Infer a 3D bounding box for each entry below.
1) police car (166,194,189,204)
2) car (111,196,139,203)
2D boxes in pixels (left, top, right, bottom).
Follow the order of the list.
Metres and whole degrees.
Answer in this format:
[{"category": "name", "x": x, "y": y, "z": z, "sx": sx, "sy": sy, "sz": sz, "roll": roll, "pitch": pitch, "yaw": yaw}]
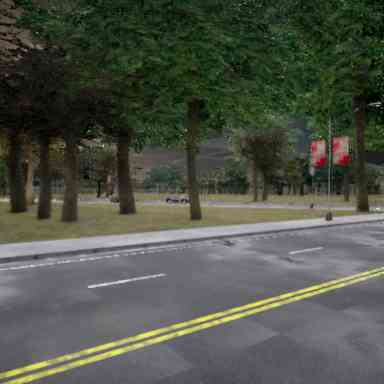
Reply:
[{"category": "police car", "x": -2.082, "y": 1.249, "z": 57.804, "sx": 5.238, "sy": 1.638, "sz": 1.930, "roll": 0, "pitch": 0, "yaw": 31}, {"category": "car", "x": -12.207, "y": 1.349, "z": 60.130, "sx": 5.357, "sy": 1.411, "sz": 2.033, "roll": 0, "pitch": 0, "yaw": 31}]
